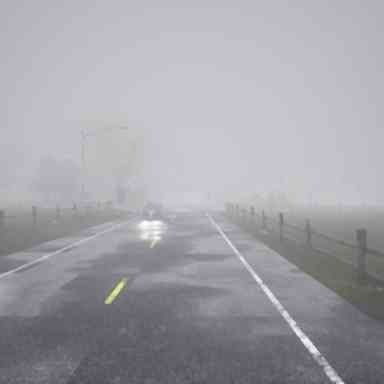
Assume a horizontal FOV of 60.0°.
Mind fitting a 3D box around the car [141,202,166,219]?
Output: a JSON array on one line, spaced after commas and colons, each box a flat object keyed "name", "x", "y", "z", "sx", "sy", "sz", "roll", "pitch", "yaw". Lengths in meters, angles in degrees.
[{"name": "car", "x": -3.581, "y": 1.720, "z": 31.526, "sx": 2.128, "sy": 1.511, "sz": 4.902, "roll": 0, "pitch": -1, "yaw": 0}]
